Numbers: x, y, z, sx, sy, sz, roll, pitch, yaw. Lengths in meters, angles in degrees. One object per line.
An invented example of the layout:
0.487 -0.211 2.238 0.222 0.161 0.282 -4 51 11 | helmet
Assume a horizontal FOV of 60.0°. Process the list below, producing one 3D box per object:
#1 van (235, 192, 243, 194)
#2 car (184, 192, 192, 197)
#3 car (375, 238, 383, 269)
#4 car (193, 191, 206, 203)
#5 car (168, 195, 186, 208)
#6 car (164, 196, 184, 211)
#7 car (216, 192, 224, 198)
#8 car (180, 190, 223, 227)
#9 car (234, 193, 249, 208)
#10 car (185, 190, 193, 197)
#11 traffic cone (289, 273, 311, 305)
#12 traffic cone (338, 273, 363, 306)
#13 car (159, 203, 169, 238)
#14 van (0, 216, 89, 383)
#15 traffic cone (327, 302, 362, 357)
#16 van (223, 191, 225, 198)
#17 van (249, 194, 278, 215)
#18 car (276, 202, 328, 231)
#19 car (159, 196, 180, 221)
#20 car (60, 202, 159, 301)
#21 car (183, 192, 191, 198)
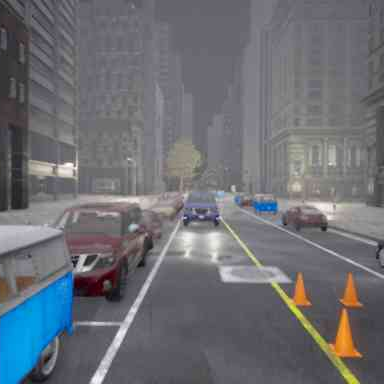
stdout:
6.849 0.944 46.786 1.690 1.788 3.998 1 1 1 | van
-1.018 0.685 90.080 1.887 1.381 4.507 1 1 1 | car
6.236 1.525 8.120 2.008 1.369 4.403 1 1 1 | car
1.201 0.825 55.308 2.097 1.767 4.553 1 1 1 | car
-1.794 1.124 41.415 1.887 1.381 4.507 1 1 1 | car
-1.879 1.176 35.891 1.887 1.381 4.507 1 1 1 | car
7.509 0.780 90.179 1.947 1.339 4.313 1 0 1 | car
0.572 1.016 21.357 2.150 2.045 5.566 1 1 1 | car
6.759 1.200 41.264 1.887 1.381 4.507 1 1 1 | car
-0.933 0.410 95.367 2.192 1.841 5.009 1 1 1 | car
2.161 1.908 6.651 0.340 0.580 0.340 1 1 1 | traffic cone
3.161 1.917 6.635 0.340 0.580 0.340 1 1 1 | traffic cone
-2.220 1.389 13.793 1.887 1.381 4.507 1 1 1 | car
-2.387 1.292 2.742 1.690 1.788 3.998 1 1 1 | van
2.130 1.927 4.651 0.340 0.580 0.340 1 1 1 | traffic cone
7.427 0.602 84.765 1.690 1.788 3.998 1 1 1 | van
6.587 1.102 30.215 1.690 1.788 3.998 1 1 1 | van
6.410 1.449 19.168 1.802 1.307 4.206 1 1 1 | car
-2.052 1.265 24.672 1.752 1.417 4.829 1 1 1 | car
-2.302 1.213 8.266 2.192 1.841 5.009 1 1 1 | car
-1.192 0.759 79.332 1.752 1.417 4.829 1 1 1 | car
